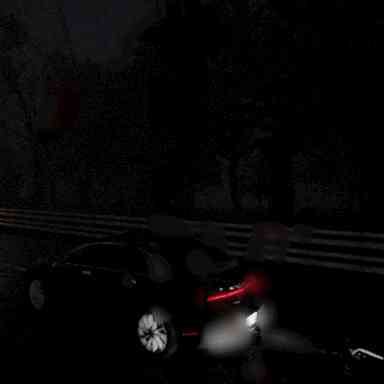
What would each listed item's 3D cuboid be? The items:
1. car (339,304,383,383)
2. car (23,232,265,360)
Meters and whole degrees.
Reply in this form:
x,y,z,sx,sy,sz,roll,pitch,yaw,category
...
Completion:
x,y,z,sx,sy,sz,roll,pitch,yaw,category
3.667,1.531,2.531,4.674,1.442,1.812,0,0,36,car
-1.139,1.499,5.997,4.892,1.490,1.837,0,0,36,car
